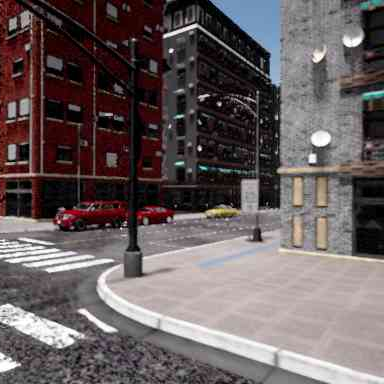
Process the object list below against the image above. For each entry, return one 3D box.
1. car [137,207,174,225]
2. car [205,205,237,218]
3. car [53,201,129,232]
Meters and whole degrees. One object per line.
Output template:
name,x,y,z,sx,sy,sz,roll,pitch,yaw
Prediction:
car,-3.333,1.872,26.890,1.887,1.381,4.507,-1,-1,35
car,3.156,2.056,36.046,1.752,1.417,4.829,-1,-1,35
car,-6.625,1.539,22.249,2.192,1.841,5.009,-1,-1,35
